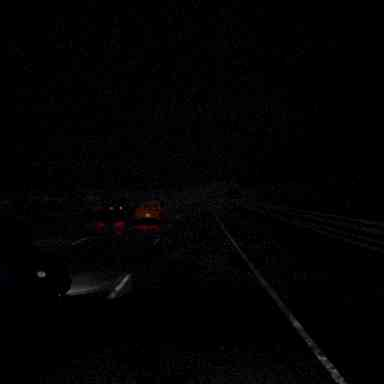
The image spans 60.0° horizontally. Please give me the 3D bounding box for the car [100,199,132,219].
[{"bbox_3d":[-6.479,1.381,29.124,2.097,1.767,4.553,0,0,1],"label":"car"}]

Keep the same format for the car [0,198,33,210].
[{"bbox_3d":[-23.677,1.603,44.639,2.033,1.411,5.357,0,0,2],"label":"car"}]

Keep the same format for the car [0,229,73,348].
[{"bbox_3d":[-3.377,1.545,4.366,2.033,1.411,5.357,0,0,0],"label":"car"}]

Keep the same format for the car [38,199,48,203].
[{"bbox_3d":[-20.230,1.602,43.218,2.033,1.411,5.357,0,0,2],"label":"car"}]

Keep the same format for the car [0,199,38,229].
[{"bbox_3d":[-6.838,1.218,9.420,2.150,2.045,5.566,0,0,1],"label":"car"}]

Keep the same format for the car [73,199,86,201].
[{"bbox_3d":[-16.472,1.652,48.998,1.994,1.385,4.181,0,0,3],"label":"car"}]

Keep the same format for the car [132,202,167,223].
[{"bbox_3d":[-3.059,1.502,26.002,1.882,1.535,5.008,0,0,1],"label":"car"}]
